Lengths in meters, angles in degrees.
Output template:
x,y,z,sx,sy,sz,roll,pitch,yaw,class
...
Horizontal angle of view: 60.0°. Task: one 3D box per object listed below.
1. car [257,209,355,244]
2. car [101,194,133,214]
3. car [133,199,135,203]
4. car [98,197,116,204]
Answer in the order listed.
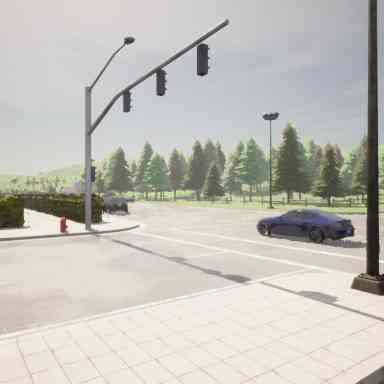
x,y,z,sx,sy,sz,roll,pitch,yaw,class
5.255,1.526,15.899,1.812,1.442,4.674,0,0,-38,car
-8.432,1.351,34.958,2.097,1.767,4.553,0,0,-35,car
-13.128,1.601,66.505,1.895,1.301,4.718,0,0,-35,car
-16.767,1.601,65.607,1.895,1.301,4.718,0,0,-34,car
